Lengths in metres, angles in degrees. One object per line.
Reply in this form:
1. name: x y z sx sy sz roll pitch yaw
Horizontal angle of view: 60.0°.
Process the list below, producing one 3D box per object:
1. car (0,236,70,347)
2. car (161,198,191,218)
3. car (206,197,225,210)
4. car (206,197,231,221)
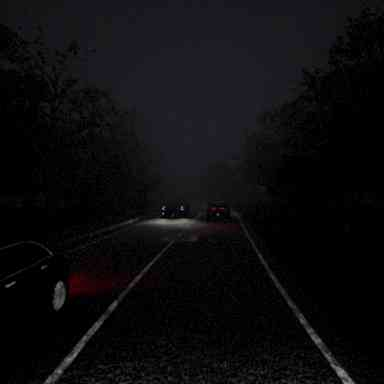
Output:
1. car: -3.378 1.493 4.711 1.837 1.490 4.892 0 0 2
2. car: -1.333 1.305 29.072 2.097 1.767 4.553 0 0 6
3. car: 2.978 1.417 43.426 2.128 1.511 4.902 0 0 1
4. car: 2.128 1.433 26.811 2.128 1.511 4.902 0 0 5
